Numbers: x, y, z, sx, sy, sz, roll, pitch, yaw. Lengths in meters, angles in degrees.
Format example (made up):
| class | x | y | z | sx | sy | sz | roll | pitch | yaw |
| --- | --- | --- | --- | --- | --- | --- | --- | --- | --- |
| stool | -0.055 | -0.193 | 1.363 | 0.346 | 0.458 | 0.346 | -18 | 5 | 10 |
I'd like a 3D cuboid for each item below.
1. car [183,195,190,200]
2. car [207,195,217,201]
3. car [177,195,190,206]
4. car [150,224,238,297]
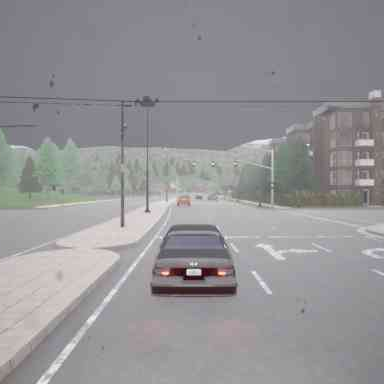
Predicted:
| class | x | y | z | sx | sy | sz | roll | pitch | yaw |
| --- | --- | --- | --- | --- | --- | --- | --- | --- | --- |
| car | -1.548 | 1.523 | 95.484 | 1.812 | 1.442 | 4.674 | 0 | 0 | 0 |
| car | 5.475 | 1.538 | 85.353 | 2.033 | 1.411 | 5.357 | 0 | 0 | 0 |
| car | -1.359 | 1.351 | 54.481 | 2.097 | 1.767 | 4.553 | 0 | 0 | -1 |
| car | 0.042 | 1.547 | 8.736 | 2.033 | 1.411 | 5.357 | 0 | 0 | 0 |
